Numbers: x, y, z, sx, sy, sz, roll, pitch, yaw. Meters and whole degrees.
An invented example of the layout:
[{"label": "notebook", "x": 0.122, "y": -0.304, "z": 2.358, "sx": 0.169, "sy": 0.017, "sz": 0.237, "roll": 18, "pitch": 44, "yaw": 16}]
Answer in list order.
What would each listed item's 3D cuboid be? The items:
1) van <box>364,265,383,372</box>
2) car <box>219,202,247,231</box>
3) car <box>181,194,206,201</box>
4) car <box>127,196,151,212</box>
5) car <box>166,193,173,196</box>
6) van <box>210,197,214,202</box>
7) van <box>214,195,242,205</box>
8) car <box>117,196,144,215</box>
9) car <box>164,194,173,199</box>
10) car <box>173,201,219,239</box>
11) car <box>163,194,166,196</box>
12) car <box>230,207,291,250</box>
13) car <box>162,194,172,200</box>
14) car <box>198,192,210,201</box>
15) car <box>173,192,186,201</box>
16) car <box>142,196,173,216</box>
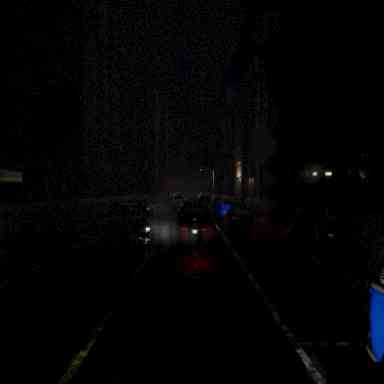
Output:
[{"label": "van", "x": 2.766, "y": 1.326, "z": 2.162, "sx": 1.690, "sy": 1.788, "sz": 3.998, "roll": 0, "pitch": 0, "yaw": 0}, {"label": "car", "x": 2.791, "y": 1.463, "z": 19.196, "sx": 1.802, "sy": 1.307, "sz": 4.206, "roll": 0, "pitch": 0, "yaw": 0}, {"label": "car", "x": 0.146, "y": 1.274, "z": 33.345, "sx": 1.882, "sy": 1.535, "sz": 5.008, "roll": 0, "pitch": 0, "yaw": 0}, {"label": "car", "x": -5.710, "y": 1.220, "z": 36.237, "sx": 1.967, "sy": 1.590, "sz": 4.097, "roll": 0, "pitch": 0, "yaw": 0}, {"label": "car", "x": -5.661, "y": 1.106, "z": 70.131, "sx": 1.752, "sy": 1.417, "sz": 4.829, "roll": 0, "pitch": 0, "yaw": 0}, {"label": "van", "x": 2.807, "y": 1.154, "z": 30.550, "sx": 1.690, "sy": 1.788, "sz": 3.998, "roll": 0, "pitch": 0, "yaw": 0}, {"label": "van", "x": 2.799, "y": 1.188, "z": 24.872, "sx": 1.690, "sy": 1.788, "sz": 3.998, "roll": 0, "pitch": 0, "yaw": 0}, {"label": "car", "x": -5.718, "y": 1.364, "z": 30.561, "sx": 2.008, "sy": 1.369, "sz": 4.403, "roll": 0, "pitch": 0, "yaw": 0}, {"label": "car", "x": -5.644, "y": 1.084, "z": 81.656, "sx": 1.947, "sy": 1.339, "sz": 4.313, "roll": 0, "pitch": 0, "yaw": 0}, {"label": "car", "x": 0.121, "y": 1.402, "z": 16.484, "sx": 1.837, "sy": 1.490, "sz": 4.892, "roll": 0, "pitch": 0, "yaw": 0}, {"label": "car", "x": -5.685, "y": 1.204, "z": 53.099, "sx": 1.752, "sy": 1.417, "sz": 4.829, "roll": 0, "pitch": 0, "yaw": 0}, {"label": "car", "x": 2.782, "y": 1.497, "z": 13.518, "sx": 1.802, "sy": 1.307, "sz": 4.206, "roll": 0, "pitch": 0, "yaw": 0}, {"label": "car", "x": -5.652, "y": 1.094, "z": 75.978, "sx": 1.887, "sy": 1.381, "sz": 4.507, "roll": 0, "pitch": 0, "yaw": 0}, {"label": "car", "x": 2.450, "y": 1.107, "z": 61.468, "sx": 1.882, "sy": 1.535, "sz": 5.008, "roll": 0, "pitch": 0, "yaw": 0}, {"label": "car", "x": -2.896, "y": 1.158, "z": 71.232, "sx": 1.895, "sy": 1.301, "sz": 4.718, "roll": 0, "pitch": 0, "yaw": 0}, {"label": "car", "x": -3.054, "y": 1.341, "z": 30.224, "sx": 1.812, "sy": 1.442, "sz": 4.674, "roll": 0, "pitch": 0, "yaw": 0}]
